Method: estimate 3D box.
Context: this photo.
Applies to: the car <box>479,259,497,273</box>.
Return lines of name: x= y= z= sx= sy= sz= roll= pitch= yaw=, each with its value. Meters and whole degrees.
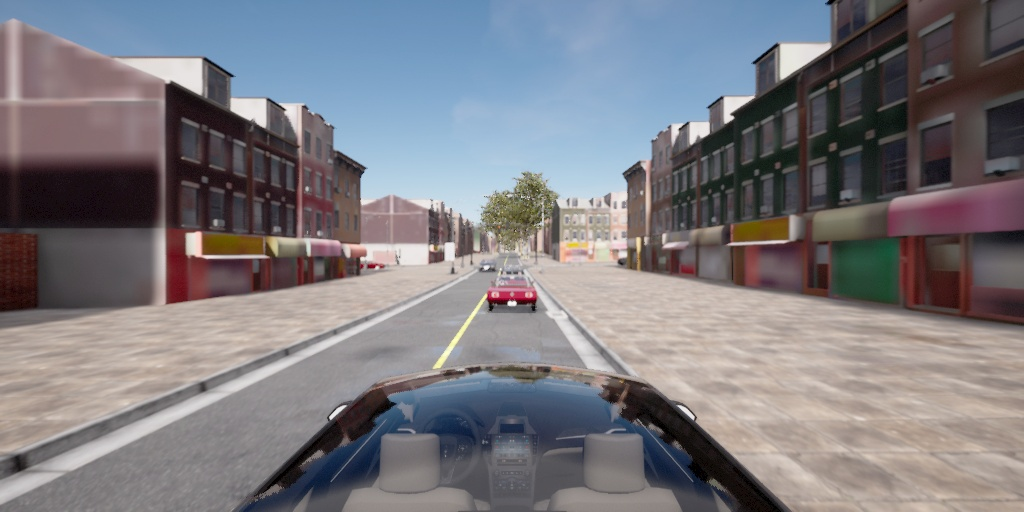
car: x=-2.751 y=1.086 z=41.338 sx=2.128 sy=1.511 sz=4.902 roll=0 pitch=1 yaw=1

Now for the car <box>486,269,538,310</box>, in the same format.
car: x=0.026 y=1.423 z=15.082 sx=1.895 sy=1.301 sz=4.718 roll=0 pitch=0 yaw=1

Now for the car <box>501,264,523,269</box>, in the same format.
car: x=0.033 y=1.348 z=30.055 sx=1.895 sy=1.301 sz=4.718 roll=0 pitch=1 yaw=1

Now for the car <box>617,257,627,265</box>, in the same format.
car: x=17.237 y=0.755 z=51.350 sx=4.313 sy=1.339 sz=1.948 roll=0 pitch=0 yaw=0

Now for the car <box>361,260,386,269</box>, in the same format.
car: x=-20.345 y=1.295 z=51.231 sx=4.507 sy=1.381 sz=1.888 roll=0 pitch=0 yaw=0
